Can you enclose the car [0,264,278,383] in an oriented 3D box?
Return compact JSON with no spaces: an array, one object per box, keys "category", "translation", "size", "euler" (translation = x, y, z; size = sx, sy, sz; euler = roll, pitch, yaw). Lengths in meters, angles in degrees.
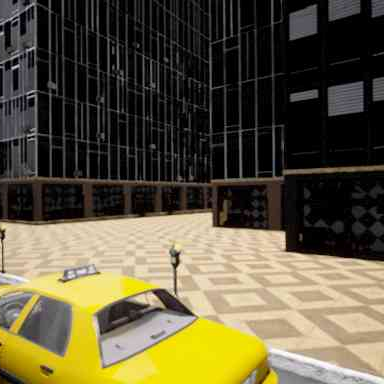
[{"category":"car","translation":[-1.492,1.540,3.935],"size":[4.829,1.417,1.752],"euler":[0,-1,35]}]
